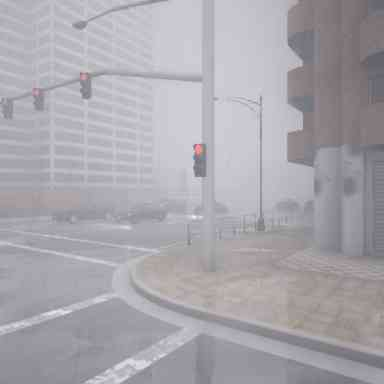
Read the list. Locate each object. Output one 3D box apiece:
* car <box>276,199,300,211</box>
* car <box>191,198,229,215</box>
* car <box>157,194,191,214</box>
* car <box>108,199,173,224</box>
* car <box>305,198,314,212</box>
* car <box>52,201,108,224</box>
[{"bbox_3d":[11.704,1.526,40.670,1.812,1.442,4.674,0,0,35],"label":"car"},{"bbox_3d":[1.933,1.564,33.209,1.994,1.385,4.181,0,0,36],"label":"car"},{"bbox_3d":[-2.489,1.352,33.040,2.097,1.767,4.553,0,0,35],"label":"car"},{"bbox_3d":[-3.769,1.526,25.160,1.812,1.442,4.674,0,0,35],"label":"car"},{"bbox_3d":[14.536,1.505,38.582,1.837,1.490,4.892,0,0,35],"label":"car"},{"bbox_3d":[-8.070,1.478,25.175,1.882,1.535,5.008,0,0,35],"label":"car"}]
